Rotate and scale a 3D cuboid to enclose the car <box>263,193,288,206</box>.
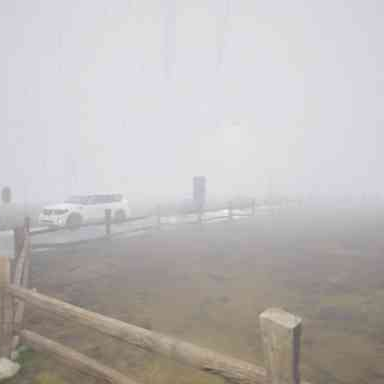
[{"bbox_3d":[11.138,0.938,44.008,1.882,1.535,5.008,1,1,36],"label":"car"}]

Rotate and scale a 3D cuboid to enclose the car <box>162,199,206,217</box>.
[{"bbox_3d":[-0.634,1.263,27.726,1.994,1.385,4.181,1,1,36],"label":"car"}]

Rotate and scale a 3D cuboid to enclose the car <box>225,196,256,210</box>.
[{"bbox_3d":[5.236,1.145,35.872,1.994,1.385,4.181,1,1,36],"label":"car"}]

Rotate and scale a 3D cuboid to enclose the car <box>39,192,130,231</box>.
[{"bbox_3d":[-6.191,1.033,19.954,2.150,2.045,5.566,1,1,35],"label":"car"}]
